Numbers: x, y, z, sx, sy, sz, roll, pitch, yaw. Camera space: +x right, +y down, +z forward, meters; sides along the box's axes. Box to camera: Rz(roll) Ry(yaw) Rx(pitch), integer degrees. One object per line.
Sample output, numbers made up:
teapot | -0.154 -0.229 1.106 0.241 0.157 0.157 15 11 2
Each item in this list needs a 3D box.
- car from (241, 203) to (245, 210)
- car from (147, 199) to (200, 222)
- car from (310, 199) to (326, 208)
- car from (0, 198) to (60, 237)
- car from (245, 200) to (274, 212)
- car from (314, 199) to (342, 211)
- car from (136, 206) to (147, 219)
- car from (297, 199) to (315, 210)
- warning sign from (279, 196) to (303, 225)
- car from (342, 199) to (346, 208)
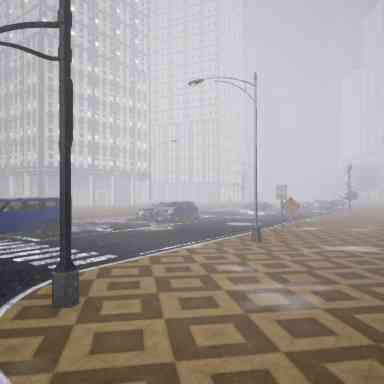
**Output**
car | 8.717 1.895 48.448 1.994 1.385 4.181 0 -1 33
car | -1.277 1.526 27.865 2.097 1.767 4.553 0 0 34
car | 21.466 1.903 56.514 1.812 1.442 4.674 0 0 31
car | -8.981 1.305 16.601 2.150 2.045 5.566 0 -1 34
car | 9.005 1.853 43.011 1.994 1.385 4.181 0 -1 34
car | 18.796 1.852 45.886 2.033 1.411 5.357 0 0 31
car | -3.131 1.690 30.912 2.128 1.511 4.902 0 -1 34
car | 16.286 1.923 47.999 1.895 1.301 4.718 0 0 32
warning sign | 6.824 1.251 22.958 1.300 1.860 1.060 0 0 34
car | 24.191 1.839 54.740 1.882 1.535 5.008 0 0 31
